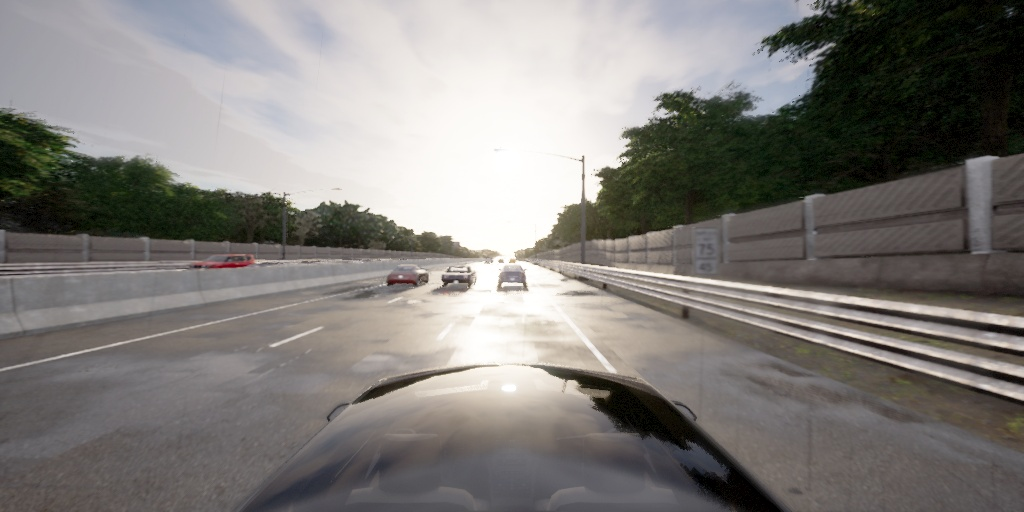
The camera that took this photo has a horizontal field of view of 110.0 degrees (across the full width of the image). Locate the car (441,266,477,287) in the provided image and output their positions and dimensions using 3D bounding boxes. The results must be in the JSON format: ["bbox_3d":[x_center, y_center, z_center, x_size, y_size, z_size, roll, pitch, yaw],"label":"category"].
[{"bbox_3d":[-3.475,1.332,24.498,1.895,1.301,4.718,0,0,0],"label":"car"}]

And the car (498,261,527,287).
[{"bbox_3d":[0.027,1.275,24.451,1.812,1.442,4.674,0,0,0],"label":"car"}]

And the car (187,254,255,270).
[{"bbox_3d":[-24.489,0.851,30.620,2.150,2.045,5.566,0,0,1],"label":"car"}]

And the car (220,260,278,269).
[{"bbox_3d":[-17.551,1.226,25.075,1.994,1.385,4.181,0,0,0],"label":"car"}]

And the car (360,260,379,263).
[{"bbox_3d":[-17.453,1.190,43.753,2.128,1.511,4.902,0,0,0],"label":"car"}]

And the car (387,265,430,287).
[{"bbox_3d":[-6.974,1.278,24.477,1.994,1.385,4.181,0,0,0],"label":"car"}]
